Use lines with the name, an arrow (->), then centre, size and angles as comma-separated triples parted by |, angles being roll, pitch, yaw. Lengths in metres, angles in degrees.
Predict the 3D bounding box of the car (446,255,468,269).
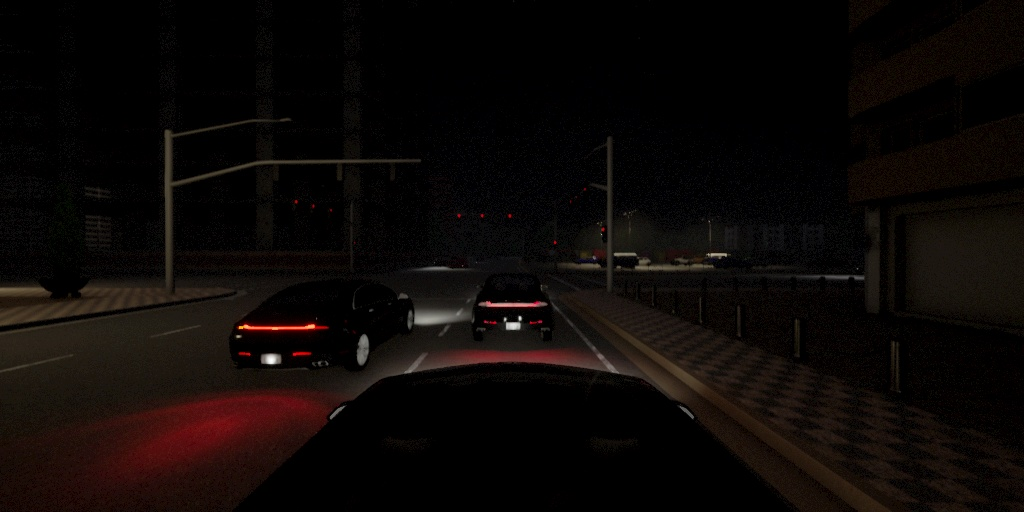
car -> -7.778, 0.889, 52.389 | 2.150, 2.045, 5.566 | 0, 2, -1

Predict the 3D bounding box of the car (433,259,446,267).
car -> -11.405, 1.131, 58.116 | 1.895, 1.301, 4.718 | 0, 0, 0

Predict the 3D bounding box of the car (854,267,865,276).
car -> 35.696, 1.281, 34.105 | 4.718, 1.301, 1.895 | 0, 0, 0

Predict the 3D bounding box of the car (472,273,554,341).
car -> 0.009, 1.210, 9.743 | 2.128, 1.511, 4.902 | 0, 0, 0

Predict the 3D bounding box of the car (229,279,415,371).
car -> -3.476, 1.232, 7.599 | 1.837, 1.490, 4.892 | 0, 0, 0
